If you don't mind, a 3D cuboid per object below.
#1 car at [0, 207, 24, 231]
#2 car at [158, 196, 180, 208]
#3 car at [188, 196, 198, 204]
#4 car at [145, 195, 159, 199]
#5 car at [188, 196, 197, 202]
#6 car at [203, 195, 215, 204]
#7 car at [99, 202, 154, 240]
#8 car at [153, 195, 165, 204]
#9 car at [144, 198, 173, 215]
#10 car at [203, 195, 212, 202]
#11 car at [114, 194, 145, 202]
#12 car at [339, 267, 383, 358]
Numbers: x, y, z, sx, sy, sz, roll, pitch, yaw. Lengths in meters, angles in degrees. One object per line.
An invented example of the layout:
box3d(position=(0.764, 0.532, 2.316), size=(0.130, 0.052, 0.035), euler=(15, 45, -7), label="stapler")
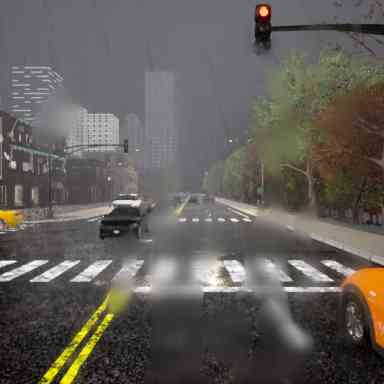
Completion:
box3d(position=(-12.847, 1.570, 19.812), size=(5.008, 1.535, 1.882), euler=(-1, 2, -17), label="car")
box3d(position=(-3.232, 1.476, 48.431), size=(2.128, 1.511, 4.902), euler=(0, 0, 0), label="car")
box3d(position=(0.251, 1.523, 64.439), size=(2.033, 1.411, 5.357), euler=(0, 0, 1), label="car")
box3d(position=(-6.474, 1.333, 50.545), size=(2.097, 1.767, 4.553), euler=(0, 0, 0), label="car")
box3d(position=(0.180, 1.565, 74.932), size=(1.895, 1.301, 4.718), euler=(0, 0, 0), label="car")
box3d(position=(3.500, 1.467, 64.714), size=(2.128, 1.511, 4.902), euler=(0, 0, 0), label="car")
box3d(position=(-3.311, 1.474, 17.087), size=(1.882, 1.535, 5.008), euler=(0, 0, 0), label="car")
box3d(position=(-6.382, 1.452, 65.325), size=(1.882, 1.535, 5.008), euler=(0, 0, 1), label="car")
box3d(position=(-3.273, 1.554, 33.111), size=(1.994, 1.385, 4.181), euler=(0, 0, 0), label="car")
box3d(position=(3.430, 1.447, 74.879), size=(1.882, 1.535, 5.008), euler=(0, 0, 0), label="car")
box3d(position=(-6.518, 1.210, 33.544), size=(2.150, 2.045, 5.566), euler=(0, 0, 0), label="car")
box3d(position=(3.359, 1.351, 3.399), size=(2.097, 1.767, 4.553), euler=(0, 0, 0), label="car")
